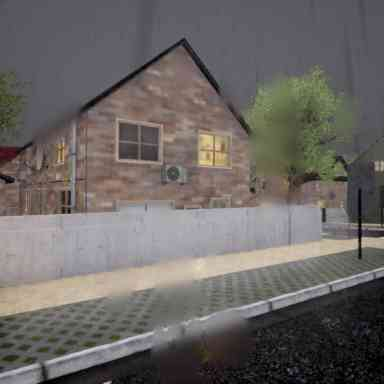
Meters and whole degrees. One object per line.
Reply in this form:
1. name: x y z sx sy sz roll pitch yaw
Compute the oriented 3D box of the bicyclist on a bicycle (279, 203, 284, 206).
1. bicyclist on a bicycle: 8.456 1.827 31.272 1.656 1.620 0.582 -2 1 -35
